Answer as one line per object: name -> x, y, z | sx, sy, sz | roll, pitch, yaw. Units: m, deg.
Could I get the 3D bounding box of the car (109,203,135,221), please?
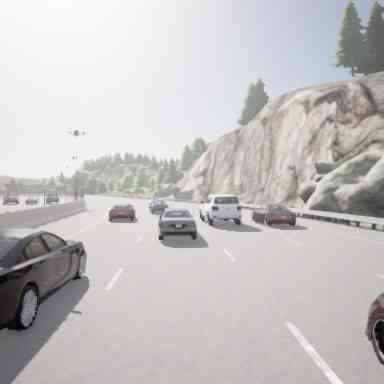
car -> -5.702, 1.550, 27.384 | 1.994, 1.385, 4.181 | 0, 0, -9

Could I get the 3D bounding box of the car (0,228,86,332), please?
car -> -3.652, 1.478, 6.824 | 1.882, 1.535, 5.008 | 0, 0, -2

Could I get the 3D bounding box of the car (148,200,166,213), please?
car -> -3.662, 1.521, 36.105 | 2.033, 1.411, 5.357 | 0, 0, -11

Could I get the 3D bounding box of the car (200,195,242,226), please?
car -> 1.924, 1.195, 23.691 | 2.150, 2.045, 5.566 | 0, 0, -7

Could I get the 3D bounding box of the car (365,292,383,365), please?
car -> 3.459, 1.554, 2.987 | 1.994, 1.385, 4.181 | 0, 0, -1

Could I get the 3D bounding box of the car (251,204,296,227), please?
car -> 5.517, 1.531, 22.906 | 1.994, 1.385, 4.181 | 0, 0, -7

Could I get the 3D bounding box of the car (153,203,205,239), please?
car -> -0.830, 1.533, 17.134 | 2.033, 1.411, 5.357 | 0, 0, -6
